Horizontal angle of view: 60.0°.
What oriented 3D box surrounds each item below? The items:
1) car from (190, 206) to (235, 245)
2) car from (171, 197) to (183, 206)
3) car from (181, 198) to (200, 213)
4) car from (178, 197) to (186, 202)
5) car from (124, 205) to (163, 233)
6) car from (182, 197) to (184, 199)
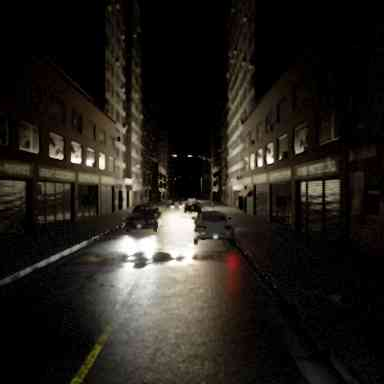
[{"bbox_3d":[0.959,1.599,15.856,1.812,1.442,4.674,0,0,0],"label":"car"},{"bbox_3d":[-2.792,1.855,62.059,1.812,1.442,4.674,0,0,1],"label":"car"},{"bbox_3d":[0.044,1.759,39.476,1.994,1.385,4.181,0,0,-1],"label":"car"},{"bbox_3d":[-2.770,2.041,90.858,2.033,1.411,5.357,0,0,0],"label":"car"},{"bbox_3d":[-2.854,1.586,20.431,2.128,1.511,4.902,0,0,0],"label":"car"},{"bbox_3d":[-0.012,1.759,51.693,2.128,1.511,4.902,0,0,0],"label":"car"}]
